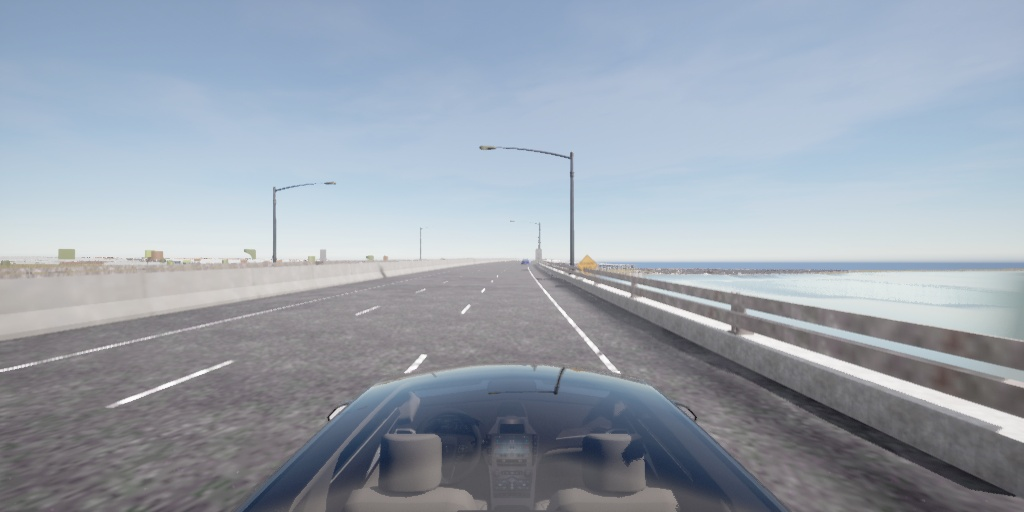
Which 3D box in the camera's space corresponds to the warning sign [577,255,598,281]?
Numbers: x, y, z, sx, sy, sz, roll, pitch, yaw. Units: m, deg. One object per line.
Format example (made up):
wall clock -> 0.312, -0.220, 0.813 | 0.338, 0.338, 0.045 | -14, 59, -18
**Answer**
warning sign -> 4.674, 0.851, 22.124 | 1.300, 1.860, 1.060 | 0, 0, 1
